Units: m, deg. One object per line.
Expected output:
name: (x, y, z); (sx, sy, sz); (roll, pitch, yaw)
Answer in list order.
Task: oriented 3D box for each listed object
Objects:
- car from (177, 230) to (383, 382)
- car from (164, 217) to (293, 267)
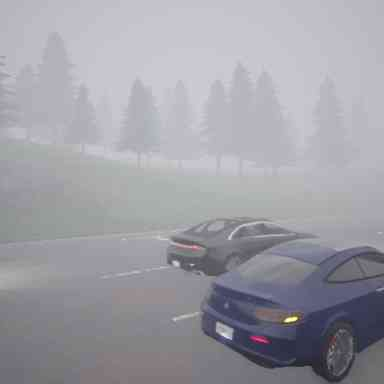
car: (2.261, 1.492, 5.357); (4.674, 1.442, 1.812); (0, 0, -35)
car: (1.595, 1.446, 9.180); (4.902, 1.511, 2.128); (0, 0, -35)
